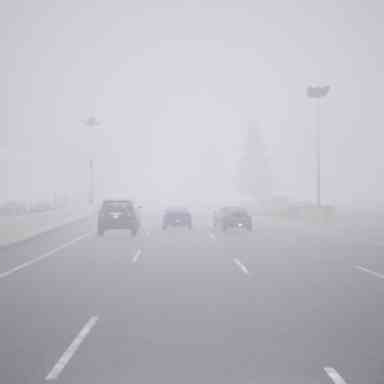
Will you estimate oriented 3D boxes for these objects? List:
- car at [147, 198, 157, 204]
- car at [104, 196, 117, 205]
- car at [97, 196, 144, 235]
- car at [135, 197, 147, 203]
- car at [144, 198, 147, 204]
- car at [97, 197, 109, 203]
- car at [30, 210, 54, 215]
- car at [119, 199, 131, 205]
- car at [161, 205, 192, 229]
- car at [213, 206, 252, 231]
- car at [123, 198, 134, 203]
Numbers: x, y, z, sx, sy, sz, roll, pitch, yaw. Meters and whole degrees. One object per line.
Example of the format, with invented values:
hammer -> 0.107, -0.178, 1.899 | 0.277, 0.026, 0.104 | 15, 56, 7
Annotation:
car -> -10.309, 2.282, 84.974 | 1.837, 1.490, 4.892 | 0, -1, -24
car -> -19.655, 2.048, 80.127 | 2.150, 2.045, 5.566 | 0, -1, -24
car -> -4.319, 1.429, 20.356 | 2.150, 2.045, 5.566 | 0, 0, -6
car -> -14.466, 2.210, 94.116 | 1.882, 1.535, 5.008 | 0, -1, -27
car -> -13.404, 2.322, 83.318 | 1.812, 1.442, 4.674 | 0, -1, -24
car -> -23.920, 2.137, 89.546 | 2.097, 1.767, 4.553 | 0, -1, -27
car -> -18.280, 2.046, 40.634 | 2.033, 1.411, 5.357 | 0, 0, -11
car -> -16.629, 2.368, 81.959 | 1.994, 1.385, 4.181 | 0, -1, -24
car -> -1.132, 1.680, 23.434 | 1.882, 1.535, 5.008 | 0, 0, -6
car -> 2.558, 1.662, 21.823 | 1.837, 1.490, 4.892 | 0, 0, -6
car -> -17.621, 2.273, 92.601 | 1.812, 1.442, 4.674 | 0, -1, -27
